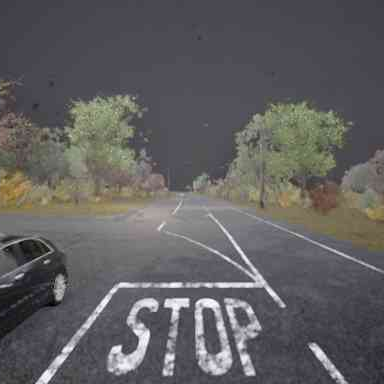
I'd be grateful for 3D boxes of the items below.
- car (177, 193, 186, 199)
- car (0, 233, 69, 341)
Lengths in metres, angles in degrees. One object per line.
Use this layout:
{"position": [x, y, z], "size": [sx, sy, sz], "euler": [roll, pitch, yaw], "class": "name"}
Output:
{"position": [-2.610, 1.087, 88.313], "size": [1.812, 1.442, 4.674], "euler": [0, 0, 6], "class": "car"}
{"position": [-3.497, 1.493, 5.123], "size": [1.837, 1.490, 4.892], "euler": [0, 0, 0], "class": "car"}
